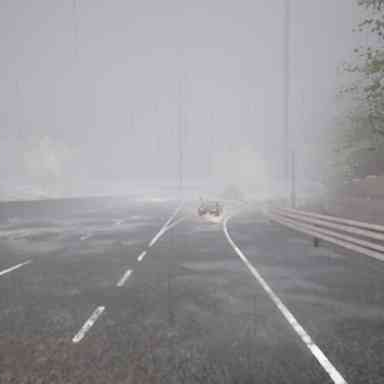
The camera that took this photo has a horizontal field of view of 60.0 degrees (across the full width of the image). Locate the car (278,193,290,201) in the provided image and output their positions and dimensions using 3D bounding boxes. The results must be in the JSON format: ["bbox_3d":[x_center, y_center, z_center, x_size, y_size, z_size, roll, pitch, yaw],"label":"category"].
[{"bbox_3d":[22.818,1.595,83.789,2.097,1.767,4.553,0,3,20],"label":"car"}]

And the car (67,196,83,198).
[{"bbox_3d":[-24.496,1.540,71.443,1.895,1.301,4.718,0,0,0],"label":"car"}]

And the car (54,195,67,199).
[{"bbox_3d":[-27.996,1.422,71.473,1.882,1.535,5.008,0,0,0],"label":"car"}]

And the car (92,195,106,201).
[{"bbox_3d":[-24.495,1.470,87.722,2.128,1.511,4.902,0,0,0],"label":"car"}]

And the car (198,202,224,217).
[{"bbox_3d":[1.931,1.622,32.150,1.895,1.301,4.718,1,0,12],"label":"car"}]

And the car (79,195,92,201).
[{"bbox_3d":[-27.995,1.540,87.693,1.895,1.301,4.718,0,0,0],"label":"car"}]

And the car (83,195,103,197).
[{"bbox_3d":[-20.996,1.469,71.473,2.128,1.511,4.902,0,0,0],"label":"car"}]
